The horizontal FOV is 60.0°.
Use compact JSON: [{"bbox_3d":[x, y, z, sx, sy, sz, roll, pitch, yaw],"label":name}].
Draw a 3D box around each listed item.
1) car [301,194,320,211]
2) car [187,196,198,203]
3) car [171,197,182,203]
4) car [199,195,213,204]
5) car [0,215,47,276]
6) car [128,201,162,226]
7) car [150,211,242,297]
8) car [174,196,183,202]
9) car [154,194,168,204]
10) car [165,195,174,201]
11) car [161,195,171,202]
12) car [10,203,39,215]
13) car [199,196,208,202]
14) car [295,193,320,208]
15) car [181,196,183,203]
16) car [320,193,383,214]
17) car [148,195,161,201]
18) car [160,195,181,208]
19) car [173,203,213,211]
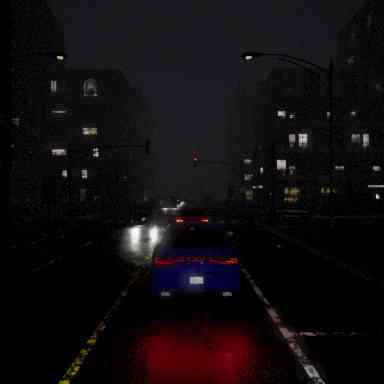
[{"bbox_3d":[14.732,1.205,35.614,4.892,1.490,1.837,-1,0,-1],"label":"car"},{"bbox_3d":[0.005,1.516,67.826,2.128,1.511,4.902,0,0,0],"label":"car"},{"bbox_3d":[-3.109,1.626,68.201,1.895,1.301,4.718,0,0,0],"label":"car"},{"bbox_3d":[2.607,1.458,57.535,1.967,1.590,4.097,0,0,0],"label":"car"},{"bbox_3d":[-5.755,1.582,9.815,1.802,1.307,4.206,0,0,0],"label":"car"},{"bbox_3d":[-3.311,1.574,23.283,1.994,1.385,4.181,0,-1,-7],"label":"car"},{"bbox_3d":[0.090,1.477,8.612,1.882,1.535,5.008,0,0,0],"label":"car"},{"bbox_3d":[-3.114,1.621,78.539,1.895,1.301,4.718,0,0,0],"label":"car"},{"bbox_3d":[-5.782,1.336,63.203,2.192,1.841,5.009,0,0,0],"label":"car"},{"bbox_3d":[-5.814,1.480,85.934,1.967,1.590,4.097,0,0,0],"label":"car"},{"bbox_3d":[-5.798,1.470,74.569,1.967,1.590,4.097,0,0,0],"label":"car"},{"bbox_3d":[-17.391,1.777,32.093,5.008,1.535,1.882,-1,0,-1],"label":"car"},{"bbox_3d":[2.583,1.612,74.582,1.802,1.307,4.206,0,0,0],"label":"car"},{"bbox_3d":[14.505,1.014,38.183,5.009,1.841,2.192,-1,1,-1],"label":"car"},{"bbox_3d":[-3.163,1.370,58.692,2.097,1.767,4.553,0,0,0],"label":"car"},{"bbox_3d":[14.651,1.029,29.805,5.009,1.841,2.192,-1,1,-1],"label":"car"},{"bbox_3d":[-5.765,1.580,51.838,1.947,1.339,4.313,0,0,0],"label":"car"},{"bbox_3d":[-3.151,1.560,49.210,2.033,1.411,5.357,0,0,-1],"label":"car"},{"bbox_3d":[0.072,1.526,17.952,1.812,1.442,4.674,0,0,1],"label":"car"}]
